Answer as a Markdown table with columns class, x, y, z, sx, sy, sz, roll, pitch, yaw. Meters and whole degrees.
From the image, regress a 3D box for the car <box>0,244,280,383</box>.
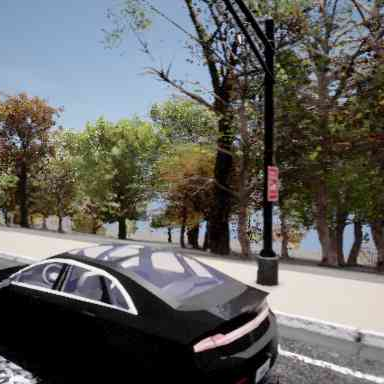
| class | x | y | z | sx | sy | sz | roll | pitch | yaw |
| --- | --- | --- | --- | --- | --- | --- | --- | --- | --- |
| car | -1.290 | 1.492 | 4.609 | 4.902 | 1.511 | 2.128 | 0 | 0 | 36 |
